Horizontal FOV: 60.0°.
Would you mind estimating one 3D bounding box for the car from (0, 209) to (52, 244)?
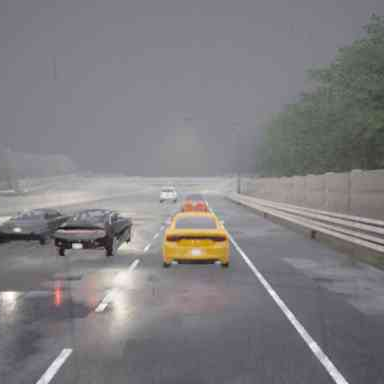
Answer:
[{"bbox_3d":[-6.868,1.439,15.106,1.994,1.385,4.181,0,1,0],"label":"car"}]

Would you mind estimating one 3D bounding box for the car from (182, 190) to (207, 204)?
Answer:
[{"bbox_3d":[0.202,0.974,29.149,2.097,1.767,4.553,0,1,0],"label":"car"}]

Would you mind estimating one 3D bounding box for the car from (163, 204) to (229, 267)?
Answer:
[{"bbox_3d":[0.120,1.400,11.169,1.882,1.535,5.008,0,1,0],"label":"car"}]

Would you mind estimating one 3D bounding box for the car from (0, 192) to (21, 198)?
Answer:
[{"bbox_3d":[-20.942,0.818,35.777,2.097,1.767,4.553,0,2,1],"label":"car"}]

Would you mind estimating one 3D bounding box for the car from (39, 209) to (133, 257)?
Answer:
[{"bbox_3d":[-3.478,1.401,12.541,2.128,1.511,4.902,0,1,0],"label":"car"}]

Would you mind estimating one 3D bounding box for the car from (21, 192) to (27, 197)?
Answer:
[{"bbox_3d":[-24.339,0.749,45.481,1.837,1.490,4.892,0,1,1],"label":"car"}]

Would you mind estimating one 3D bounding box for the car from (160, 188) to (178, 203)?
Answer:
[{"bbox_3d":[-3.248,0.413,47.710,2.150,2.045,5.566,0,1,1],"label":"car"}]
